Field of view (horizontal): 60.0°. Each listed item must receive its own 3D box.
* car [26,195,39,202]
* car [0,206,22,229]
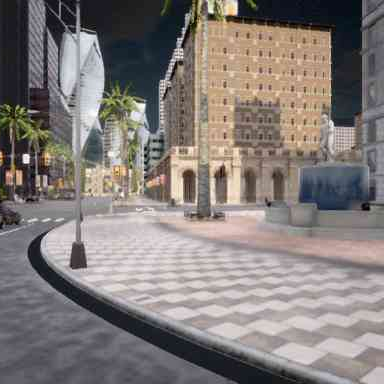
[{"bbox_3d":[-35.798,1.512,74.754,2.161,1.482,4.786,0,0,-11],"label":"car"},{"bbox_3d":[-12.542,1.571,21.359,1.994,1.385,4.181,0,0,-10],"label":"car"}]
